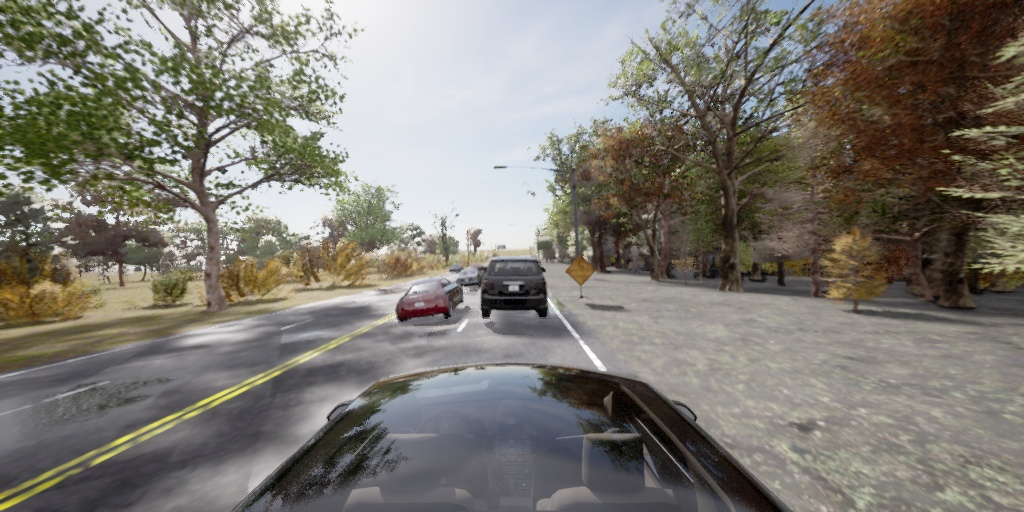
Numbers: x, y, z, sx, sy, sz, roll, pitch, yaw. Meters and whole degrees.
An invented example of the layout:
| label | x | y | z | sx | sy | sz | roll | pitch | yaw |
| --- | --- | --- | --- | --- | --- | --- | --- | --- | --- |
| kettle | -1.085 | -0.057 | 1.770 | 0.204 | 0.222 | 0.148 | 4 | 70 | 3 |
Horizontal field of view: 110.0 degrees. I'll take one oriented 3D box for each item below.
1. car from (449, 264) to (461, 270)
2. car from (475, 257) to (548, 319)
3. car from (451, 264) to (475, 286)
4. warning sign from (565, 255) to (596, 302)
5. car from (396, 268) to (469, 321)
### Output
| label | x | y | z | sx | sy | sz | roll | pitch | yaw |
| --- | --- | --- | --- | --- | --- | --- | --- | --- | --- |
| car | -9.237 | 2.097 | 59.527 | 1.837 | 1.490 | 4.892 | -3 | 0 | 1 |
| car | 0.101 | 1.043 | 13.260 | 2.150 | 2.045 | 5.566 | 0 | 0 | 1 |
| car | -3.109 | 1.647 | 27.238 | 2.033 | 1.411 | 5.357 | -8 | 2 | 1 |
| warning sign | 2.909 | 0.900 | 15.077 | 1.300 | 1.860 | 1.060 | 0 | 0 | 0 |
| car | -3.200 | 1.590 | 14.513 | 1.994 | 1.385 | 4.181 | -8 | 2 | 1 |
